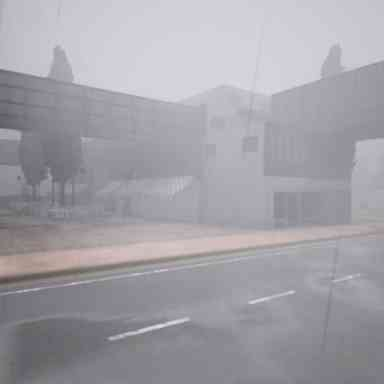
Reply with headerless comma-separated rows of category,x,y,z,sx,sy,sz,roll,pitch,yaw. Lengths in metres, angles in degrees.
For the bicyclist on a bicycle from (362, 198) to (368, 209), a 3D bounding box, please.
bicyclist on a bicycle,26.096,1.767,50.117,1.656,1.620,0.582,0,0,-36
